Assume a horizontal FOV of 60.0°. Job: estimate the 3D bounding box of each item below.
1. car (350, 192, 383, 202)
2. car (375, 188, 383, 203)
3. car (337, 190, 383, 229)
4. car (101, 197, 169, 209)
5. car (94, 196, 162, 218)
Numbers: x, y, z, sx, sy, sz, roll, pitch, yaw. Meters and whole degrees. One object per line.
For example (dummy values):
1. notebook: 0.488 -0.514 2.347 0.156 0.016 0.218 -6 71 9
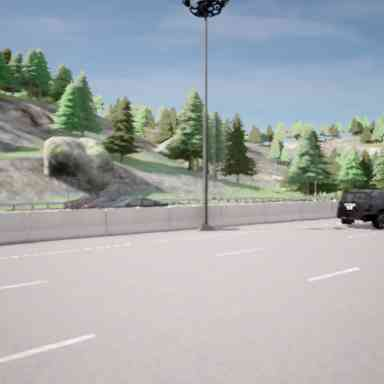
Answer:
1. car: 26.692 0.707 50.186 5.357 1.411 2.033 0 1 -22
2. car: 29.121 0.426 47.387 5.566 2.045 2.150 0 1 -22
3. car: 10.742 0.901 19.053 5.566 2.045 2.150 -1 1 -30
4. car: -3.921 1.110 22.387 5.008 1.535 1.882 -1 1 -33
5. car: -4.936 1.080 25.894 4.892 1.490 1.837 -1 1 -33
